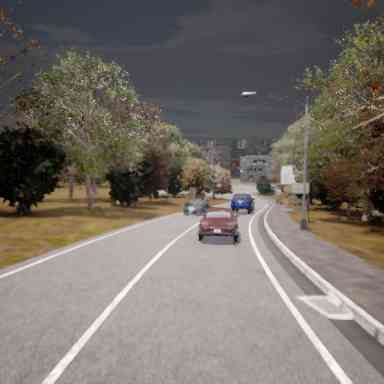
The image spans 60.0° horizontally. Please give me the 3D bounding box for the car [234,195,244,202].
[{"bbox_3d":[10.124,1.413,71.363,2.033,1.411,5.357,1,0,9],"label":"car"}]

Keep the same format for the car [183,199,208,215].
[{"bbox_3d":[0.518,1.397,31.713,2.128,1.511,4.902,1,0,14],"label":"car"}]

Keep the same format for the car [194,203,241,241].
[{"bbox_3d":[1.393,1.509,16.575,1.812,1.442,4.674,1,0,7],"label":"car"}]

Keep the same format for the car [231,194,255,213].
[{"bbox_3d":[5.644,1.219,36.817,2.150,2.045,5.566,1,0,15],"label":"car"}]
